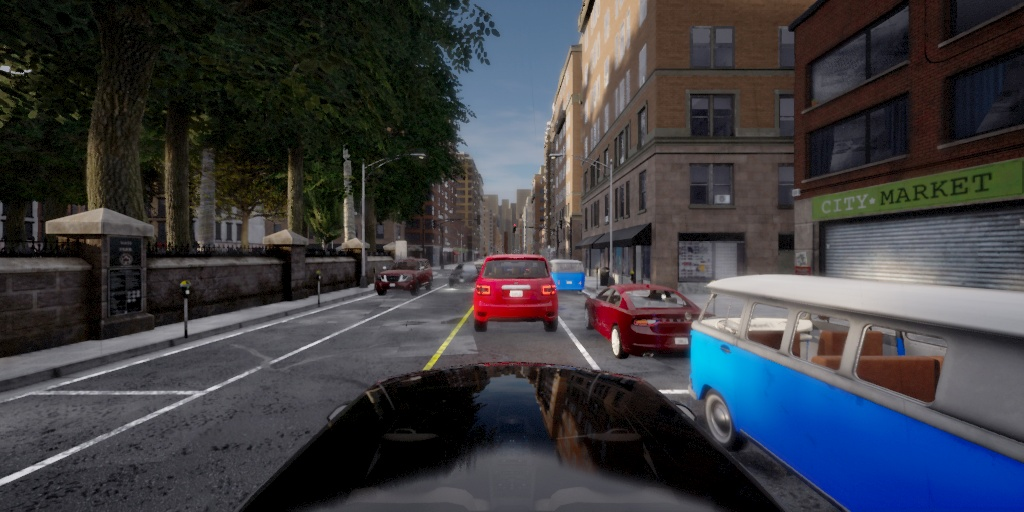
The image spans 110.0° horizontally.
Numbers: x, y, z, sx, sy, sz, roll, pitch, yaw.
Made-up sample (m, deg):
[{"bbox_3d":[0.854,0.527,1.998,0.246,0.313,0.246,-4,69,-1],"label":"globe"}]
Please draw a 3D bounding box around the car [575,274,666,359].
[{"bbox_3d":[2.853,1.294,8.261,1.888,1.381,4.507,0,0,0],"label":"car"}]

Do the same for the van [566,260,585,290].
[{"bbox_3d":[2.847,1.085,19.582,1.690,1.789,3.998,0,0,0],"label":"van"}]

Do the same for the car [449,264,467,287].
[{"bbox_3d":[-3.065,1.267,24.395,1.812,1.442,4.674,0,0,0],"label":"car"}]

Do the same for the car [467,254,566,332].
[{"bbox_3d":[0.092,0.970,11.019,2.150,2.045,5.566,0,0,0],"label":"car"}]

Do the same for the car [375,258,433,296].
[{"bbox_3d":[-5.678,1.059,19.537,2.192,1.841,5.009,0,0,0],"label":"car"}]

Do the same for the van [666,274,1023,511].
[{"bbox_3d":[2.856,1.091,2.600,1.690,1.789,3.998,0,0,0],"label":"van"}]
